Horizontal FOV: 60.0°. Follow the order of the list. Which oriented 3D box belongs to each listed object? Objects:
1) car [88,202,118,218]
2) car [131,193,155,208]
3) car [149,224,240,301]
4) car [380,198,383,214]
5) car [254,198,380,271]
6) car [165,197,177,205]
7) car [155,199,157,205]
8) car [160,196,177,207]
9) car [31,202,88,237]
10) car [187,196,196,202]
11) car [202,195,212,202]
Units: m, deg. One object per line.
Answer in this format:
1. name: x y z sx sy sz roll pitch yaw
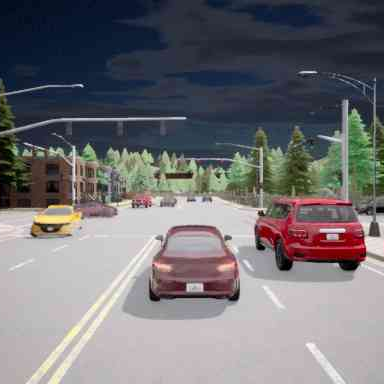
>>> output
1. car: -8.625 1.564 29.114 4.181 1.385 1.994 0 0 0
2. car: -7.169 1.221 47.908 2.150 2.045 5.566 0 0 2
3. car: 0.046 1.526 8.185 1.812 1.442 4.674 0 0 0
4. car: 18.261 1.352 32.457 4.553 1.767 2.097 0 0 0
5. car: 3.553 1.221 11.066 2.150 2.045 5.566 0 0 0
6. car: -3.700 1.564 59.792 1.994 1.385 4.181 0 0 0
7. car: -7.205 1.525 57.307 1.812 1.442 4.674 0 0 0
8. car: -3.702 1.352 51.184 2.097 1.767 4.553 0 0 0
9. car: -7.170 1.478 18.221 1.882 1.535 5.008 1 0 -11
10. car: -0.152 1.553 74.575 1.994 1.385 4.181 0 0 0
11. car: 3.356 1.355 74.348 2.097 1.767 4.553 0 0 0
